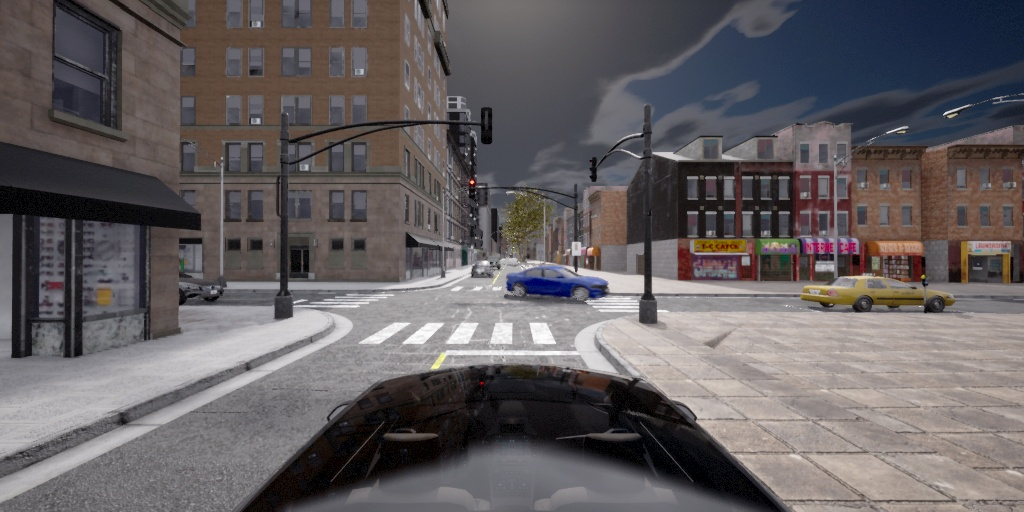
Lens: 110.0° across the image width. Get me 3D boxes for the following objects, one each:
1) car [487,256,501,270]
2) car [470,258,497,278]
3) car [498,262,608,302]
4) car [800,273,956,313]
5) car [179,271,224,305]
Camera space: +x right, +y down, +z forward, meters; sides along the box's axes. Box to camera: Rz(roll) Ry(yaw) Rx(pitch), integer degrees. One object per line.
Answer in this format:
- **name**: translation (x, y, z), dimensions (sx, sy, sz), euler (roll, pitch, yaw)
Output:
- **car**: translation (-2.849, 0.951, 52.599), dimensions (2.150, 2.045, 5.566), euler (0, 0, 0)
- **car**: translation (-2.859, 1.226, 34.472), dimensions (2.128, 1.511, 4.902), euler (0, 0, 0)
- **car**: translation (2.042, 1.231, 17.100), dimensions (5.008, 1.535, 1.882), euler (0, 1, 32)
- **car**: translation (13.881, 1.346, 13.694), dimensions (4.829, 1.417, 1.751), euler (0, 0, 0)
- **car**: translation (-14.412, 1.195, 14.520), dimensions (4.674, 1.442, 1.812), euler (0, 0, 0)
